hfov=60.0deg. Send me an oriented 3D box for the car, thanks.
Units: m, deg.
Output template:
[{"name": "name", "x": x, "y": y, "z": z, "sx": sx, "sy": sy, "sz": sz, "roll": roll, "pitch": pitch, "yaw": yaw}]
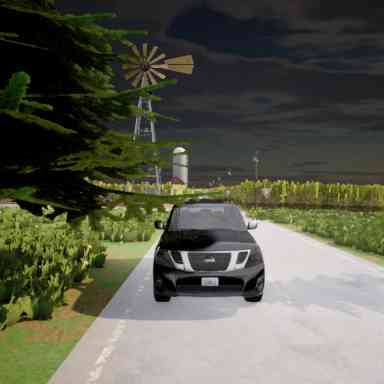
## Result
[{"name": "car", "x": 0.332, "y": 1.221, "z": 8.601, "sx": 2.150, "sy": 2.045, "sz": 5.566, "roll": 0, "pitch": 0, "yaw": 0}]
